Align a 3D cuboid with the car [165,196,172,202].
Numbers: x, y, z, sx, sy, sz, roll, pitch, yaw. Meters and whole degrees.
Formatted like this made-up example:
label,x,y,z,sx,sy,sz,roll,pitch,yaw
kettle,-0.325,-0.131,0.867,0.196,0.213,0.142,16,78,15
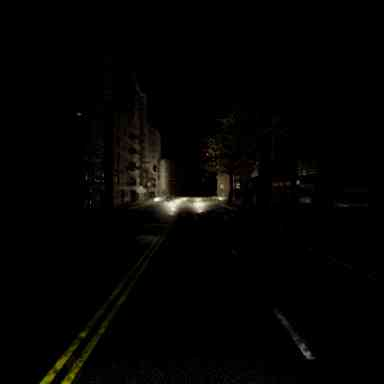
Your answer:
label,x,y,z,sx,sy,sz,roll,pitch,yaw
car,-6.501,1.952,93.618,1.812,1.442,4.674,0,0,0
